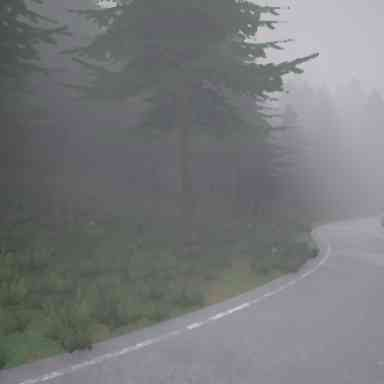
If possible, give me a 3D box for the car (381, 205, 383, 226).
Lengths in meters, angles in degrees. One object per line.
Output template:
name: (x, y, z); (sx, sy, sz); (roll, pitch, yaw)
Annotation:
car: (16.399, 1.582, 26.157); (2.150, 2.045, 5.566); (-2, -2, 38)
